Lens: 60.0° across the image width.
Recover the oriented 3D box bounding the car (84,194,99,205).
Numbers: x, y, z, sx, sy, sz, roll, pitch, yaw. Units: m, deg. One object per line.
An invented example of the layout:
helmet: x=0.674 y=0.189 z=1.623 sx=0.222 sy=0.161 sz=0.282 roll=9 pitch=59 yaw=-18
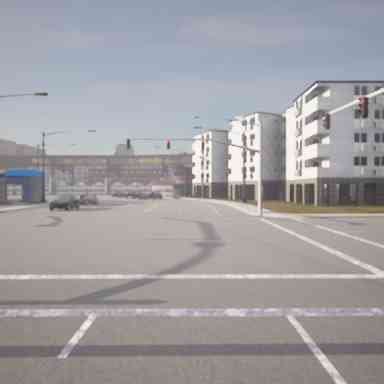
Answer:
car: x=-14.018 y=1.055 z=45.739 sx=1.812 sy=1.442 sz=4.674 roll=0 pitch=1 yaw=-9

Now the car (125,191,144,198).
car: x=-13.318 y=0.483 z=76.501 sx=1.837 sy=1.490 sz=4.892 roll=-1 pitch=1 yaw=-45

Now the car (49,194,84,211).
car: x=-13.529 y=1.137 z=35.577 sx=1.882 sy=1.535 sz=5.008 roll=0 pitch=1 yaw=0

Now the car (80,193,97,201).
car: x=-18.721 y=0.950 z=59.981 sx=1.895 sy=1.301 sz=4.718 roll=0 pitch=1 yaw=-29

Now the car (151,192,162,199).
car: x=-7.853 y=0.723 z=69.358 sx=1.837 sy=1.490 sz=4.892 roll=0 pitch=1 yaw=-32

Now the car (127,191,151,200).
car: x=-10.732 y=0.742 z=67.361 sx=2.128 sy=1.511 sz=4.902 roll=0 pitch=1 yaw=-32

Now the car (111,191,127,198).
car: x=-16.228 y=0.575 z=74.486 sx=1.812 sy=1.442 sz=4.674 roll=-1 pitch=1 yaw=-45
